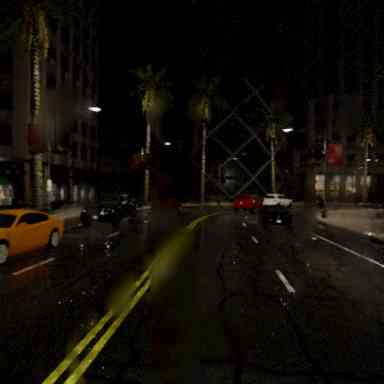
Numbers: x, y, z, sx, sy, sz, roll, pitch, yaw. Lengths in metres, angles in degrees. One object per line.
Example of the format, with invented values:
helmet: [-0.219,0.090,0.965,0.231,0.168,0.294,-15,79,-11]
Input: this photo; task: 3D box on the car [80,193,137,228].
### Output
car: [-5.235,1.089,21.768,2.150,2.045,5.566,1,0,6]

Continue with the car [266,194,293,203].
car: [12.368,1.370,47.735,2.150,2.045,5.566,1,0,43]

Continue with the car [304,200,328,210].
car: [17.957,1.813,48.103,4.181,1.385,1.994,1,0,-44]

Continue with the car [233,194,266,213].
car: [6.529,1.277,38.525,2.150,2.045,5.566,1,0,27]

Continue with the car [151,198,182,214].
car: [-2.593,1.372,34.848,1.882,1.535,5.008,1,0,19]

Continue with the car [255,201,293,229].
car: [5.518,1.589,22.329,1.812,1.442,4.674,1,0,7]

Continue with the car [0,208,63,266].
car: [-6.237,1.344,11.298,1.882,1.535,5.008,1,0,5]
